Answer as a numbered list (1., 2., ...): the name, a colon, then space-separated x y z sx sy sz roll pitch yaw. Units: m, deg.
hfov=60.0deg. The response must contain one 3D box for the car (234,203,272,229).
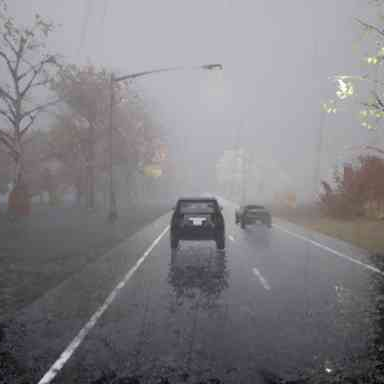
1. car: 3.895 1.498 21.695 1.837 1.490 4.892 0 0 1

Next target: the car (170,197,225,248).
1. car: 0.247 1.217 14.906 2.150 2.045 5.566 0 0 1

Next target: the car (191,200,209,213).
1. car: 0.932 1.588 37.951 1.895 1.301 4.718 0 0 2
